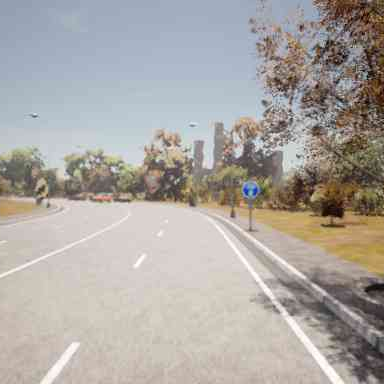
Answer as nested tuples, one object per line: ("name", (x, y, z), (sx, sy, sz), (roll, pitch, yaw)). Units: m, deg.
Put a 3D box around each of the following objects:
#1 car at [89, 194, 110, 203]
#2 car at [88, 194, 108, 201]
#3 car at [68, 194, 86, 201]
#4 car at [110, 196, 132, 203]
("car", (-16.984, 1.100, 62.271), (2.097, 1.767, 4.553), (1, 0, -42))
("car", (-20.049, 1.140, 70.810), (4.674, 1.442, 1.812), (1, 0, 43))
("car", (-24.011, 1.159, 69.668), (4.674, 1.442, 1.812), (1, 0, 38))
("car", (-13.239, 1.395, 63.167), (1.895, 1.301, 4.718), (1, 0, -38))
